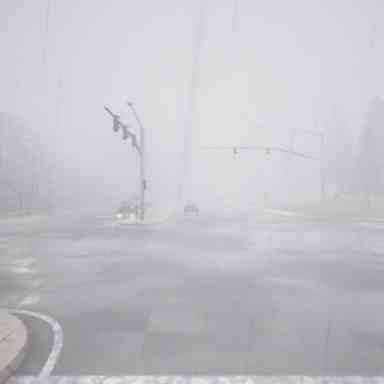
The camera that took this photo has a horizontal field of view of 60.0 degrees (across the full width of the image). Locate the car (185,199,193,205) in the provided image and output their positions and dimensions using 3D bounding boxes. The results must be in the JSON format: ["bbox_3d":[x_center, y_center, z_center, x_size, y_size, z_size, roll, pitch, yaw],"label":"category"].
[{"bbox_3d":[-0.749,2.424,82.690,1.837,1.490,4.892,0,-1,-1],"label":"car"}]

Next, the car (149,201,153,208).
[{"bbox_3d":[-8.473,2.301,62.575,1.895,1.301,4.718,0,-1,0],"label":"car"}]

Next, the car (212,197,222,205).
[{"bbox_3d":[6.251,2.151,82.761,2.150,2.045,5.566,0,-1,-1],"label":"car"}]

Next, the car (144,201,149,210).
[{"bbox_3d":[-8.376,2.094,52.632,1.837,1.490,4.892,0,-1,-1],"label":"car"}]

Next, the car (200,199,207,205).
[{"bbox_3d":[2.751,2.449,82.751,1.812,1.442,4.674,0,-1,-1],"label":"car"}]

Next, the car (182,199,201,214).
[{"bbox_3d":[-0.123,1.992,41.649,1.812,1.442,4.674,0,-1,-1],"label":"car"}]

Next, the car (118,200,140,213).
[{"bbox_3d":[-8.251,1.840,43.601,2.097,1.767,4.553,0,-1,-1],"label":"car"}]
